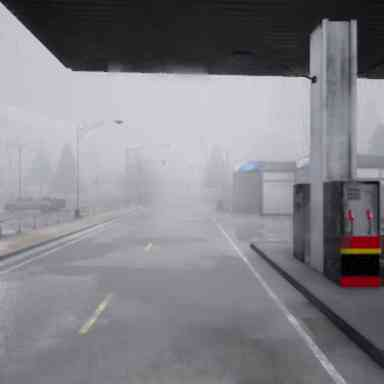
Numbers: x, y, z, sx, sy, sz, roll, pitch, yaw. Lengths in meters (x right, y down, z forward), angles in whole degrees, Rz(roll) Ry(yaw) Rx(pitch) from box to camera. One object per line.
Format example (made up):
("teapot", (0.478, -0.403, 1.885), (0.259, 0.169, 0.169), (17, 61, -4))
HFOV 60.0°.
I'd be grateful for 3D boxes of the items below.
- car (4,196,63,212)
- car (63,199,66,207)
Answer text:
("car", (-16.436, 1.265, 34.106), (5.027, 1.636, 2.152), (0, 0, -1))
("car", (-16.507, 1.268, 37.242), (4.514, 1.523, 2.007), (0, 0, -1))
